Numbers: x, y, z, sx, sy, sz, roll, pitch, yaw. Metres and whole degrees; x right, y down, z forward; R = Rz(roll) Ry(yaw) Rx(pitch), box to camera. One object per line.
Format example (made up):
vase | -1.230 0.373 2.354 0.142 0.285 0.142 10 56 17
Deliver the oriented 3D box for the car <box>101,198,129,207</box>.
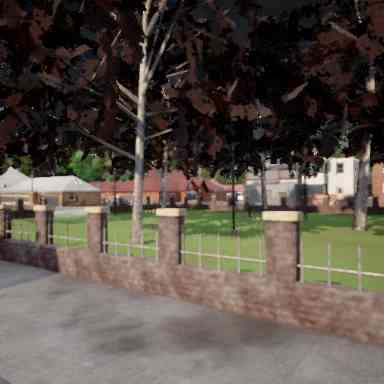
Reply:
car | -12.403 1.729 53.657 2.097 1.767 4.553 -1 0 36
